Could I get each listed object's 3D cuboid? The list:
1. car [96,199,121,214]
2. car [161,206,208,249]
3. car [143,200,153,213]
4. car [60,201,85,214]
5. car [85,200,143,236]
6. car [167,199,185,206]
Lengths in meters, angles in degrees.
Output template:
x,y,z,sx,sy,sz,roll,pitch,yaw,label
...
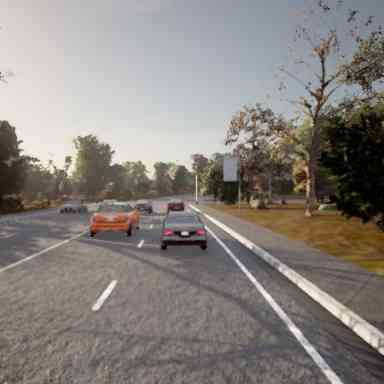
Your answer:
x,y,z,sx,sy,sz,roll,pitch,yaw,label
-8.924,1.550,35.904,1.812,1.442,4.674,0,0,-4,car
-0.390,1.544,14.524,2.033,1.411,5.357,0,0,-3,car
-5.252,1.545,36.299,1.812,1.442,4.674,0,0,-4,car
-12.373,1.591,34.995,1.994,1.385,4.181,0,0,-4,car
-4.135,1.352,18.472,2.097,1.767,4.553,0,0,-3,car
-1.779,1.494,36.842,1.882,1.535,5.008,0,0,-4,car
